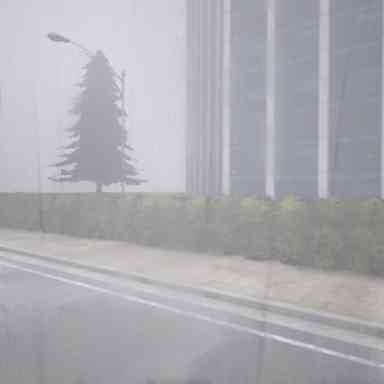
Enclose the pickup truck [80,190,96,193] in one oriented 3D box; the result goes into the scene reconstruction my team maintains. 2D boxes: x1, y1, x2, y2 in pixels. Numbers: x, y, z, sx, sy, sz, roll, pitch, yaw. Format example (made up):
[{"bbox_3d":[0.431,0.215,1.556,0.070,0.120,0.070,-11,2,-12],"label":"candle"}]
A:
[{"bbox_3d":[-19.246,0.619,64.408,6.274,2.098,2.390,0,0,-24],"label":"pickup truck"}]
